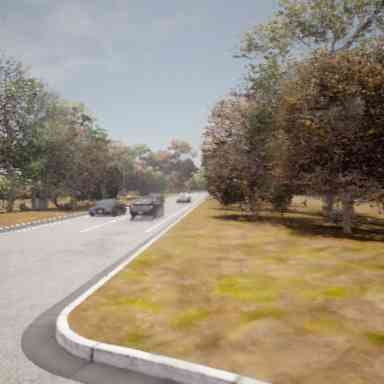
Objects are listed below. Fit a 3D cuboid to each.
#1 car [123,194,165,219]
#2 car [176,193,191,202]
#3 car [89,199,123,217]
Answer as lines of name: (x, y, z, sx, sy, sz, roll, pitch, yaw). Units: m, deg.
car: (-3.326, 1.179, 25.288, 2.128, 1.511, 4.902, -1, 1, 5)
car: (-1.236, 0.831, 51.291, 1.812, 1.442, 4.674, -1, 1, 5)
car: (-6.860, 1.267, 27.318, 1.994, 1.385, 4.181, -1, 1, 5)
